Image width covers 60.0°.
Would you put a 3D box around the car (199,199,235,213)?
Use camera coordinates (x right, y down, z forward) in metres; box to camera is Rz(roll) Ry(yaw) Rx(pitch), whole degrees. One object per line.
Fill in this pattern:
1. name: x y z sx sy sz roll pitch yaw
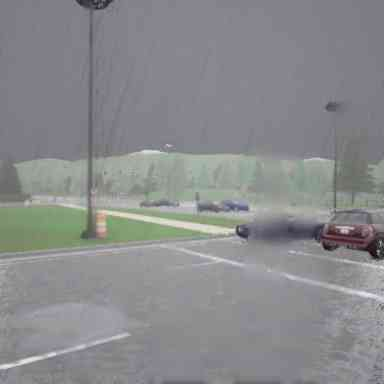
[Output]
1. car: 2.635 1.755 40.507 1.812 1.442 4.674 1 0 -36

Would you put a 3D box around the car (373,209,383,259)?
1. car: 7.551 1.319 9.222 5.566 2.045 2.150 0 0 -36

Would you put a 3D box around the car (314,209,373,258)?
1. car: 7.270 1.467 13.336 4.553 1.767 2.097 1 0 -36

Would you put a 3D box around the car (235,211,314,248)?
1. car: 4.359 1.710 15.549 4.718 1.301 1.895 1 0 -36

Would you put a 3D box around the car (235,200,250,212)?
1. car: 5.247 1.735 42.854 1.882 1.535 5.008 1 0 -35

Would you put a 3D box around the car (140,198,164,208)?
1. car: -6.842 1.805 54.024 1.994 1.385 4.181 1 0 -35

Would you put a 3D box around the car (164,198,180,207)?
1. car: -3.928 1.761 55.964 2.128 1.511 4.902 1 0 -35
